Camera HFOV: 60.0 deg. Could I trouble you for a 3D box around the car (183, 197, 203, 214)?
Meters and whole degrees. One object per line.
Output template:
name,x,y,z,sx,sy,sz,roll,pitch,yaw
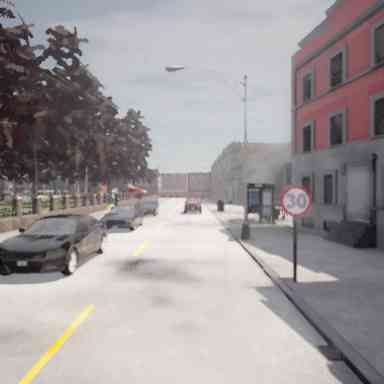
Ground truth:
car,0.105,1.439,34.606,1.812,1.442,4.674,0,0,0

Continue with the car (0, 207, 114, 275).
car,-4.101,1.451,10.526,1.882,1.535,5.008,0,0,0

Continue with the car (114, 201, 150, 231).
car,-4.101,1.496,20.426,2.033,1.411,5.357,0,0,0

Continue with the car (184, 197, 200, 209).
car,0.013,1.434,45.704,2.033,1.411,5.357,0,0,0

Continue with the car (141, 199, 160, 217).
car,-4.072,1.428,30.825,1.837,1.490,4.892,0,0,0
